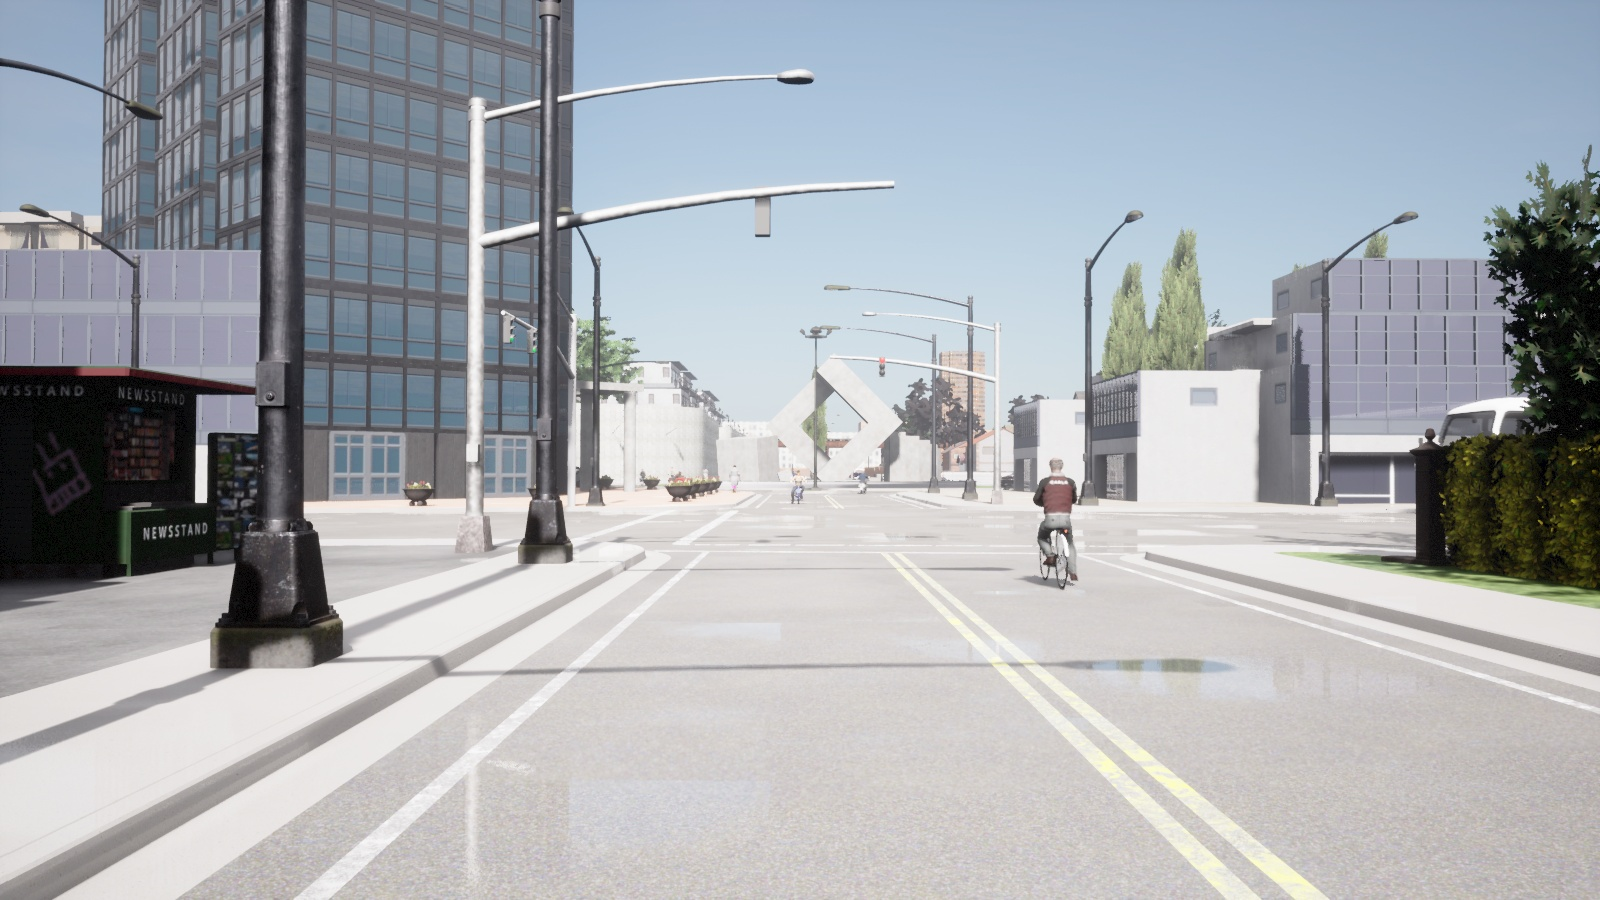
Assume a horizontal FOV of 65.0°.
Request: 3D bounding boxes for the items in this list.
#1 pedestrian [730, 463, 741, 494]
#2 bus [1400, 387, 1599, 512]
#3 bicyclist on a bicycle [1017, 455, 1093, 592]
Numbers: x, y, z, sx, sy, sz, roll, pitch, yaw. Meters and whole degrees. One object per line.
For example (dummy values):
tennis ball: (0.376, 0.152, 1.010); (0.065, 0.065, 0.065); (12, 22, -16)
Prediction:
pedestrian: (-4.188, 1.844, 81.068); (0.659, 1.952, 0.873); (0, -1, 0)
bus: (27.615, 0.021, 45.169); (10.273, 4.253, 3.944); (0, -2, -7)
bicyclist on a bicycle: (3.485, 0.960, 17.286); (0.659, 1.776, 1.843); (0, 0, 0)
